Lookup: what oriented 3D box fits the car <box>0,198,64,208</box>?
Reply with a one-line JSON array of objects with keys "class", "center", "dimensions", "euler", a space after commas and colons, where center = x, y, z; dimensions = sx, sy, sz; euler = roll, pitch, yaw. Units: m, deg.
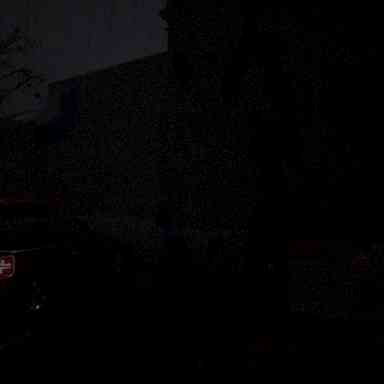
[{"class": "car", "center": [-5.743, 1.205, 9.486], "dimensions": [2.435, 2.045, 5.566], "euler": [1, 0, 15]}]

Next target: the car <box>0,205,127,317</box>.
[{"class": "car", "center": [-3.308, 1.339, 7.740], "dimensions": [2.185, 1.767, 4.553], "euler": [0, -1, 15]}]

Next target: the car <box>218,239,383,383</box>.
[{"class": "car", "center": [1.609, 1.481, 4.270], "dimensions": [2.097, 1.535, 5.008], "euler": [1, -1, 16]}]
